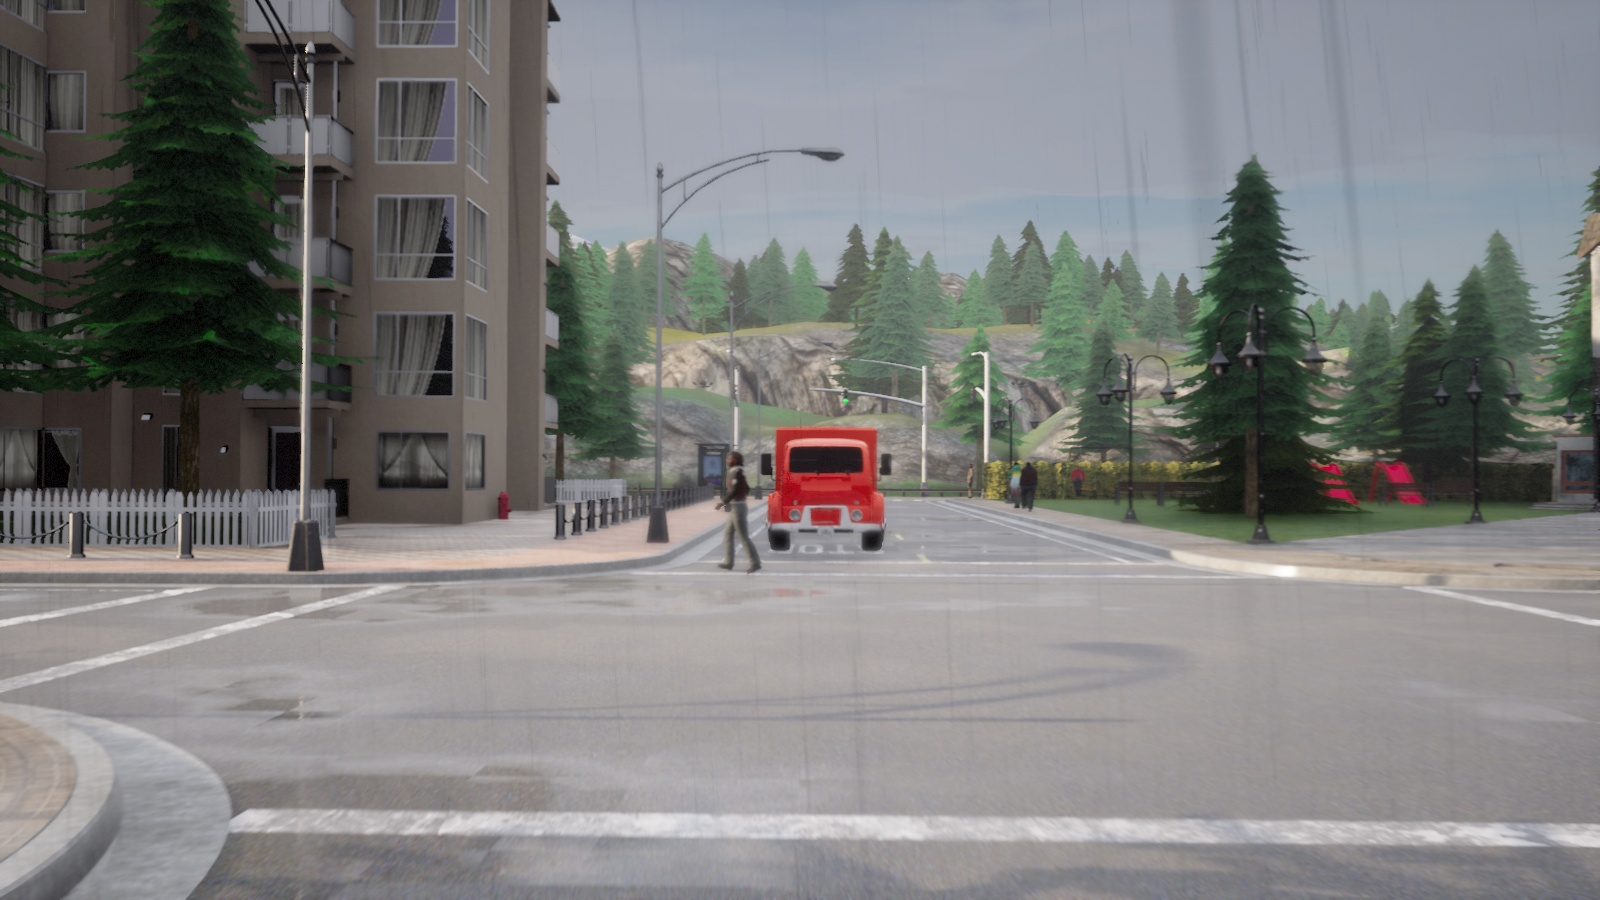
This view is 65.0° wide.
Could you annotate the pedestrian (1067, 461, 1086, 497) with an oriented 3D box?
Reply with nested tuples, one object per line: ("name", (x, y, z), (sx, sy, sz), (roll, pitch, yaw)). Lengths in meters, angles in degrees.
("pedestrian", (14.445, 1.505, 65.567), (0.634, 1.844, 0.899), (-1, -1, 40))

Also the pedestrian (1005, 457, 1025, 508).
("pedestrian", (8.332, 1.256, 48.697), (0.659, 1.952, 0.873), (0, -1, 1))

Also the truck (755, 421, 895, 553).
("truck", (0.522, 0.776, 26.175), (2.627, 2.467, 5.204), (0, -2, 1))

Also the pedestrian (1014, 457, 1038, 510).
("pedestrian", (8.036, 1.189, 44.649), (0.634, 1.844, 0.899), (0, -1, -2))

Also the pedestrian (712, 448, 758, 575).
("pedestrian", (-0.990, 0.938, 19.247), (0.666, 1.930, 0.402), (0, -1, 1))
